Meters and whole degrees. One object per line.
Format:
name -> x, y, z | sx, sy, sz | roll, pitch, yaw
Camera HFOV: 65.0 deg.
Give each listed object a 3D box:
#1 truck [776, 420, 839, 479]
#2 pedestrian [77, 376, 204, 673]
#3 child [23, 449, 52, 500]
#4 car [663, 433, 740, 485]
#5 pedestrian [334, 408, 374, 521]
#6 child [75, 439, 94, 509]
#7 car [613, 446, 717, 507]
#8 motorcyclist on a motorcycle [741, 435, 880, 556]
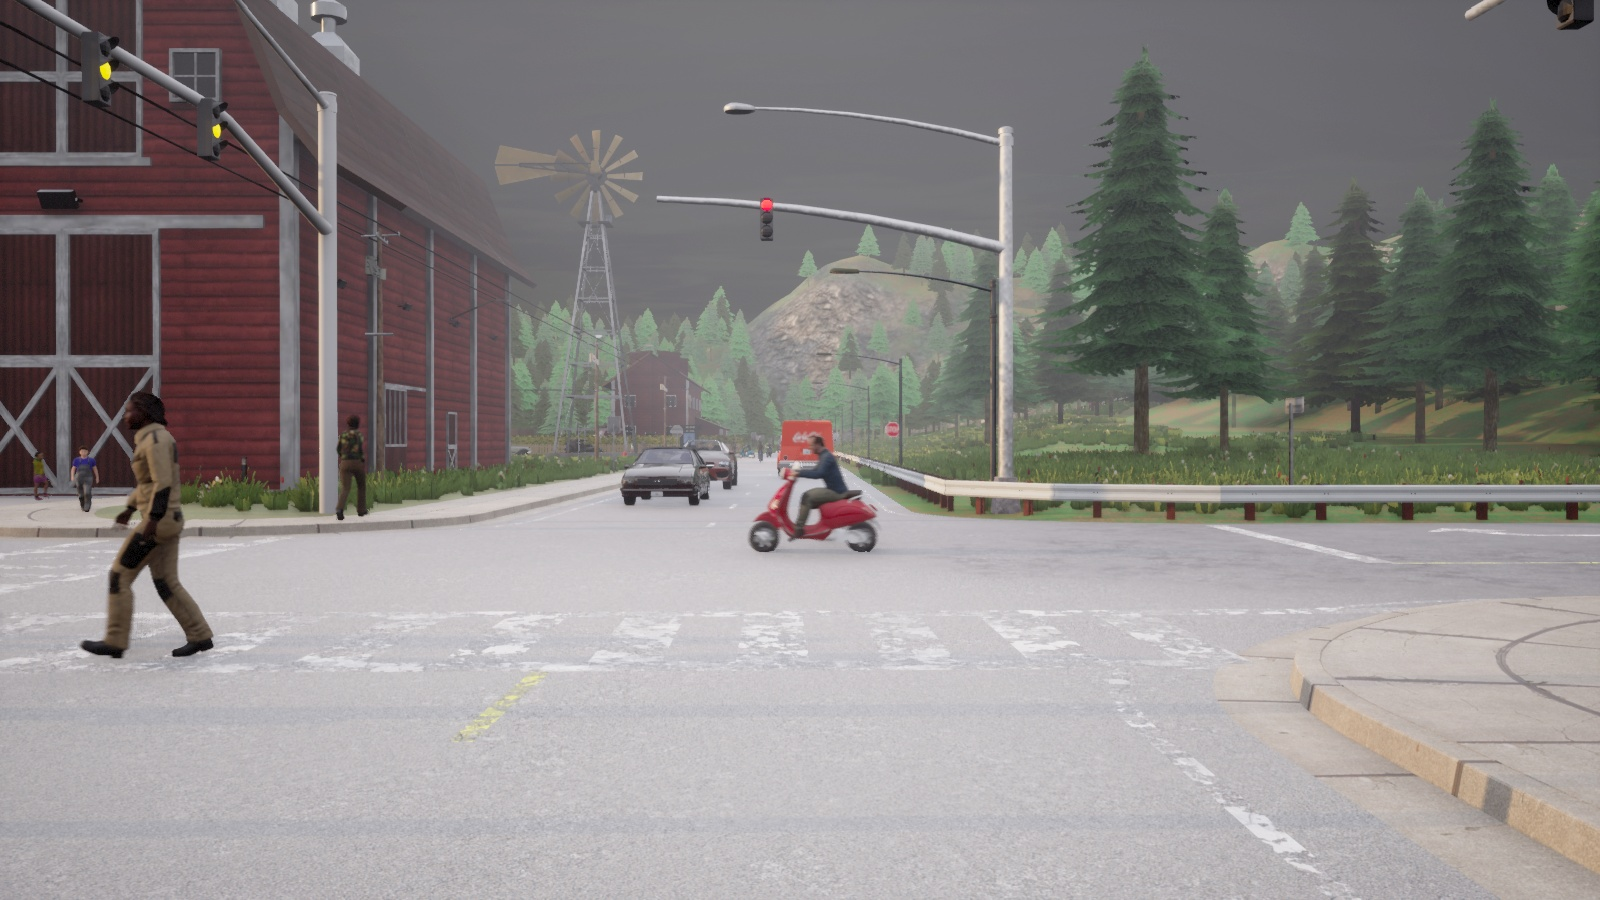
truck -> 0.321, -0.051, 55.217 | 2.627, 2.467, 5.204 | 0, 0, 0
pedestrian -> -4.419, 0.481, 8.441 | 0.692, 1.930, 0.396 | 0, 0, -18
child -> -17.463, 0.567, 28.772 | 0.473, 1.160, 0.299 | 0, 0, -3
car -> -3.251, 0.283, 42.350 | 2.152, 1.651, 5.027 | 0, 0, 0
pedestrian -> -7.760, 0.244, 21.855 | 0.395, 1.930, 0.692 | 0, 0, 5
child -> -13.051, 0.432, 22.910 | 0.270, 1.263, 0.437 | 0, 0, -24
car -> -3.308, 0.611, 31.870 | 2.033, 1.411, 5.357 | 0, 0, 0
motorcyclist on a motorcycle -> 0.137, 0.594, 16.901 | 1.817, 1.590, 0.866 | 0, 0, -1
